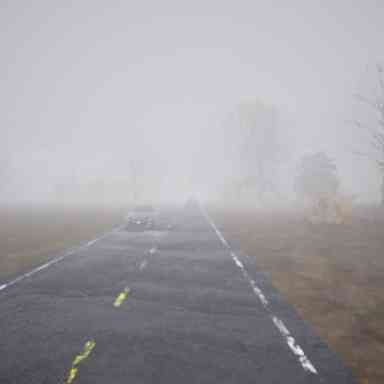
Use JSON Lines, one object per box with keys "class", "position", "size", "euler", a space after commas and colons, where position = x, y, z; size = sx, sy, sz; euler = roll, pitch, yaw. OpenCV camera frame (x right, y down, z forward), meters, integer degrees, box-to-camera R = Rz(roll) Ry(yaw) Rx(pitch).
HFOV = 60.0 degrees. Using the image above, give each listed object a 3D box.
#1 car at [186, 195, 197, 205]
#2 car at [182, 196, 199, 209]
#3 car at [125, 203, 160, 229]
{"class": "car", "position": [-0.041, 1.454, 64.052], "size": [2.097, 1.767, 4.553], "euler": [0, 0, 0]}
{"class": "car", "position": [0.006, 1.638, 46.994], "size": [1.994, 1.385, 4.181], "euler": [0, 0, 0]}
{"class": "car", "position": [-3.138, 1.543, 21.806], "size": [1.837, 1.490, 4.892], "euler": [0, 0, 0]}
